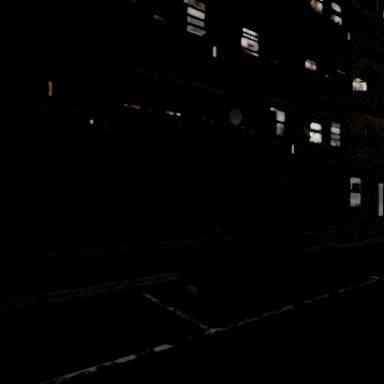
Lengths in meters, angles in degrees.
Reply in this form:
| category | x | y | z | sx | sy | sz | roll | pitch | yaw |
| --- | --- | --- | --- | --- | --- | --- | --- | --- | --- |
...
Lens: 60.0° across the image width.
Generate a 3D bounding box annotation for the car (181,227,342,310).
| category | x | y | z | sx | sy | sz | roll | pitch | yaw |
| --- | --- | --- | --- | --- | --- | --- | --- | --- | --- |
| car | 1.789 | 1.559 | 7.822 | 4.313 | 1.339 | 1.947 | 0 | 1 | -35 |
